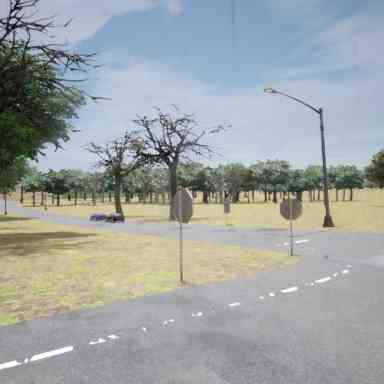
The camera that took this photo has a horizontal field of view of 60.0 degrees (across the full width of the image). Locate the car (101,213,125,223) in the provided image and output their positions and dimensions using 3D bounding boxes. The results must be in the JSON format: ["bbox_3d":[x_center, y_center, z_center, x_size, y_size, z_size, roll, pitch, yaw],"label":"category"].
[{"bbox_3d":[-12.642,4.166,54.188,1.882,1.535,5.008,-1,-2,-34],"label":"car"}]

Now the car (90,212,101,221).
[{"bbox_3d":[-17.139,4.492,60.691,1.882,1.535,5.008,-1,-1,-34],"label":"car"}]
